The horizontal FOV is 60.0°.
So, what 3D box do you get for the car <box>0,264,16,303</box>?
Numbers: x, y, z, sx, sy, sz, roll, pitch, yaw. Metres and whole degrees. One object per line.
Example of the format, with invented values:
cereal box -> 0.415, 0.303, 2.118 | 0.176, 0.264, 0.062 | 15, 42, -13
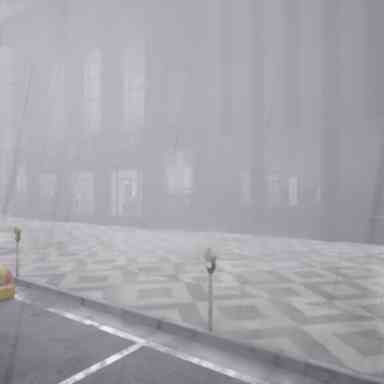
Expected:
car -> -5.515, 1.550, 6.895 | 4.829, 1.417, 1.752 | 0, 0, 36
